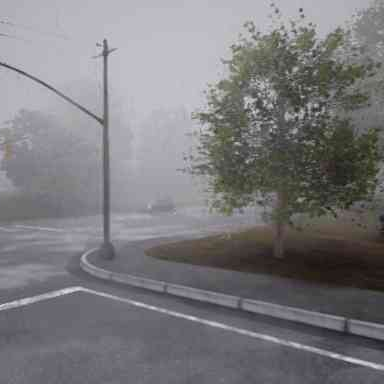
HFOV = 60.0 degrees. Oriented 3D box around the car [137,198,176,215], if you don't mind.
[{"bbox_3d":[-3.821,1.458,35.781,2.097,1.767,4.553,-1,1,38],"label":"car"}]
